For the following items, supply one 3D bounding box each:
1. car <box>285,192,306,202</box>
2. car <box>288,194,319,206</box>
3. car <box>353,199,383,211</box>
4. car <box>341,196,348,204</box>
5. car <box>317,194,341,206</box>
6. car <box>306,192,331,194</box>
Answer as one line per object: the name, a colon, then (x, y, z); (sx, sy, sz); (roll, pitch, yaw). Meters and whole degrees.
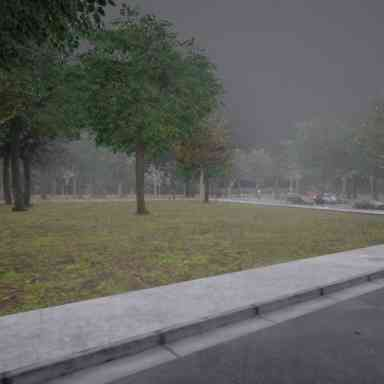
car: (21.794, 1.404, 71.510); (2.128, 1.511, 4.902); (0, 0, -12)
car: (18.514, 1.531, 55.492); (1.837, 1.490, 4.892); (0, 0, -12)
car: (21.700, 1.574, 40.573); (1.994, 1.385, 4.181); (0, 0, -12)
car: (27.145, 1.553, 62.310); (2.128, 1.511, 4.902); (0, 0, -12)
car: (21.910, 1.514, 55.139); (1.882, 1.535, 5.008); (0, 1, -12)
car: (24.008, 1.271, 61.457); (2.150, 2.045, 5.566); (0, 0, -11)
